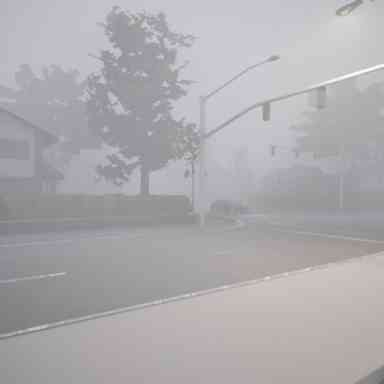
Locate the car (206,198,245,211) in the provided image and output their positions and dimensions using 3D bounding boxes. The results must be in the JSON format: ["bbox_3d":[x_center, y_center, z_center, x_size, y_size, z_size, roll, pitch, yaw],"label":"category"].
[{"bbox_3d":[4.104,1.530,41.637,2.128,1.511,4.902,0,0,-36],"label":"car"}]

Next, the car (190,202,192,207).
[{"bbox_3d":[-1.946,1.366,43.642,2.097,1.767,4.553,0,0,-36],"label":"car"}]

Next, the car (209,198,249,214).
[{"bbox_3d":[3.945,1.540,35.592,1.837,1.490,4.892,0,0,-36],"label":"car"}]

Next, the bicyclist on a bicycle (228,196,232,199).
[{"bbox_3d":[5.749,1.353,50.879,1.656,1.620,0.582,0,0,-36],"label":"bicyclist on a bicycle"}]
